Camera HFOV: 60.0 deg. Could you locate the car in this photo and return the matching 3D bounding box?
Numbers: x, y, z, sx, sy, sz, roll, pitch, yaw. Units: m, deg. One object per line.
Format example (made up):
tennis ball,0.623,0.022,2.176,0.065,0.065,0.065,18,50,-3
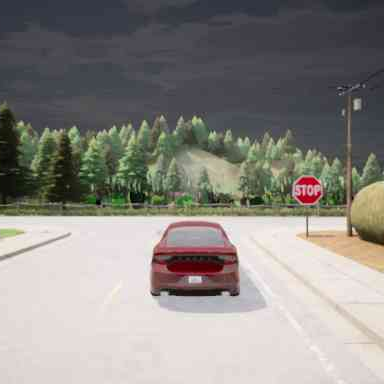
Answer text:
car,0.073,1.475,8.646,1.882,1.535,5.008,0,0,0
